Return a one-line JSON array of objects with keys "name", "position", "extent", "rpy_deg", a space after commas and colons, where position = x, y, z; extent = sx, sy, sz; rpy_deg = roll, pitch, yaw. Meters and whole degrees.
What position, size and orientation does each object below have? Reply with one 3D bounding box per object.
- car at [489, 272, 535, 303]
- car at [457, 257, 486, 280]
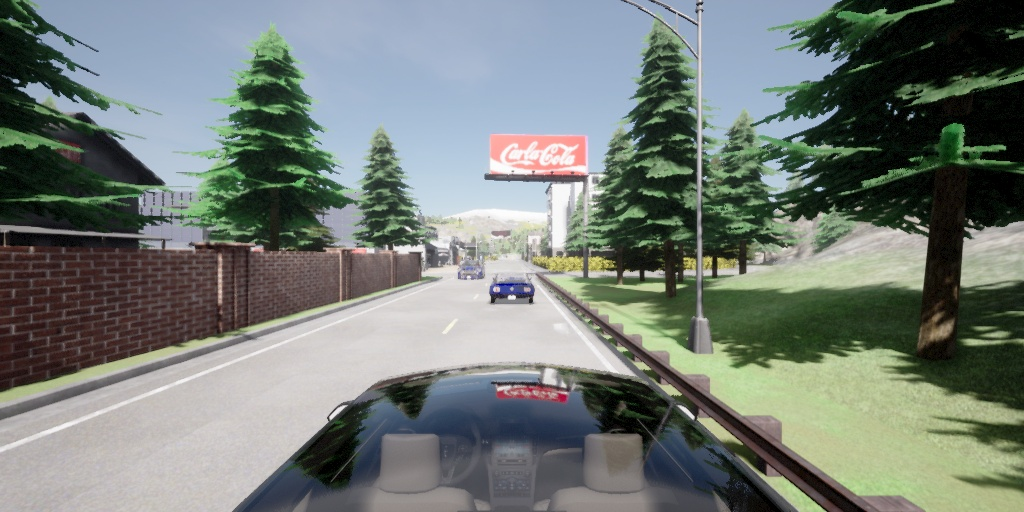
[{"name": "car", "position": [0.000, 1.365, 16.530], "extent": [1.895, 1.301, 4.718], "rpy_deg": [0, 0, 0]}, {"name": "car", "position": [-3.500, 1.153, 31.439], "extent": [2.097, 1.767, 4.553], "rpy_deg": [0, 0, 0]}]
